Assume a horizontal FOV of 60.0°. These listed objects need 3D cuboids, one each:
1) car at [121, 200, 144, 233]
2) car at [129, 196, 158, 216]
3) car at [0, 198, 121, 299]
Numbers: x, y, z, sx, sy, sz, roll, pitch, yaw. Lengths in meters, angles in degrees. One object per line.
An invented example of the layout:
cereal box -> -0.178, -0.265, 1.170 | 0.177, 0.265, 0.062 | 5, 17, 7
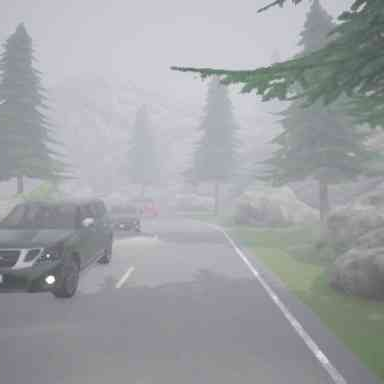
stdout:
car -> -3.883, 1.461, 19.182 | 1.837, 1.490, 4.892 | 0, 0, -8
car -> -5.065, 1.282, 30.771 | 2.097, 1.767, 4.553 | 0, 0, -40
car -> -3.591, 1.201, 8.752 | 2.150, 2.045, 5.566 | 0, 0, -1
